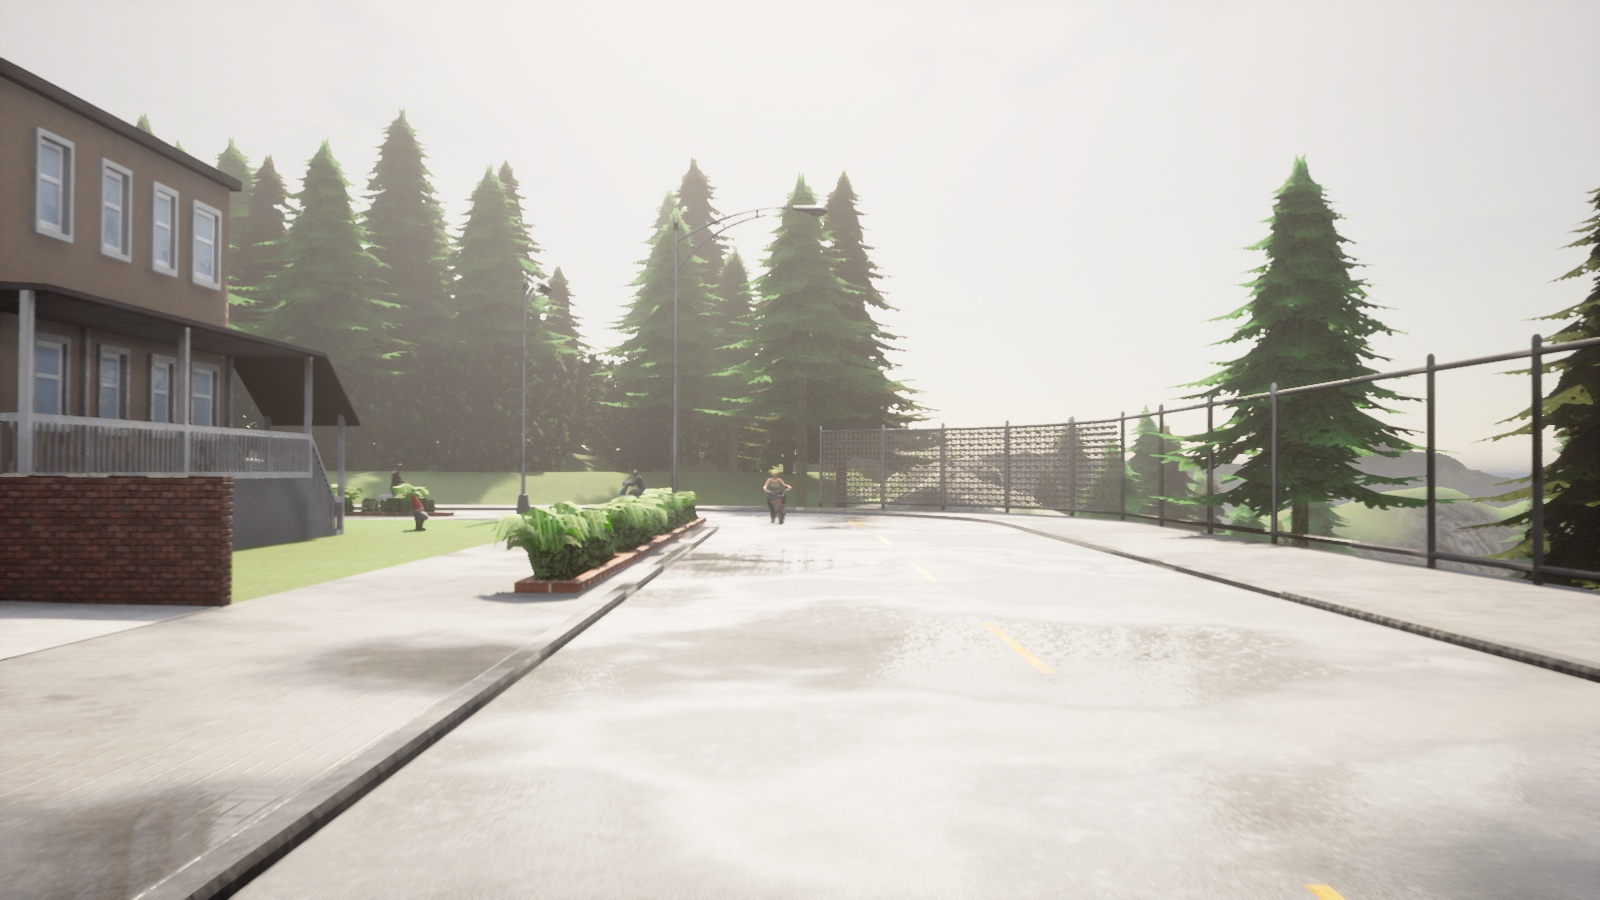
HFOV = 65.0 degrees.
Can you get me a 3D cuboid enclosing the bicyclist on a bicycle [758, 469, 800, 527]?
[{"bbox_3d":[-0.620,1.366,36.506,0.866,1.612,1.509,-2,0,-13],"label":"bicyclist on a bicycle"}]
